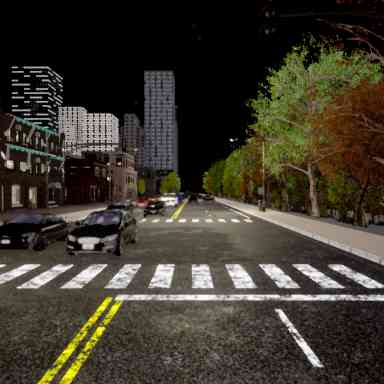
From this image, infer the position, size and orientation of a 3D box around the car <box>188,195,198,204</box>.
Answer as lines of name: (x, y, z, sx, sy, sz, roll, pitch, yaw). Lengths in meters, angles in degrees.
car: (0.220, 1.480, 65.271, 1.837, 1.490, 4.892, 0, 0, 0)

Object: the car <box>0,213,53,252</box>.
car: (-6.575, 1.561, 13.727, 1.994, 1.385, 4.181, 0, 0, 0)

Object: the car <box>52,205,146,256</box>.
car: (-3.328, 1.488, 13.117, 2.128, 1.511, 4.902, 0, 0, 0)

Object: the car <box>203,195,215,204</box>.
car: (3.468, 1.467, 64.005, 2.128, 1.511, 4.902, 0, 0, 0)

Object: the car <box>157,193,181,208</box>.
car: (-3.240, 1.206, 47.510, 2.150, 2.045, 5.566, 0, 0, 2)

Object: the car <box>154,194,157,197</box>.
car: (-6.463, 1.330, 59.035, 2.097, 1.767, 4.553, 0, 0, 0)

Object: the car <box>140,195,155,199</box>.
car: (-6.510, 1.509, 45.295, 1.812, 1.442, 4.674, 0, 0, 0)

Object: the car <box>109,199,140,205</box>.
car: (-6.541, 1.482, 30.941, 2.128, 1.511, 4.902, 0, 0, 0)

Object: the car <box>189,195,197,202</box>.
car: (0.150, 1.493, 75.609, 1.812, 1.442, 4.674, 0, 0, 0)

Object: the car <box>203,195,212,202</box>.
car: (3.385, 1.447, 74.274, 1.882, 1.535, 5.008, 0, 0, 0)

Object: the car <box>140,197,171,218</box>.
car: (-3.293, 1.495, 30.612, 1.837, 1.490, 4.892, 0, 0, 0)
